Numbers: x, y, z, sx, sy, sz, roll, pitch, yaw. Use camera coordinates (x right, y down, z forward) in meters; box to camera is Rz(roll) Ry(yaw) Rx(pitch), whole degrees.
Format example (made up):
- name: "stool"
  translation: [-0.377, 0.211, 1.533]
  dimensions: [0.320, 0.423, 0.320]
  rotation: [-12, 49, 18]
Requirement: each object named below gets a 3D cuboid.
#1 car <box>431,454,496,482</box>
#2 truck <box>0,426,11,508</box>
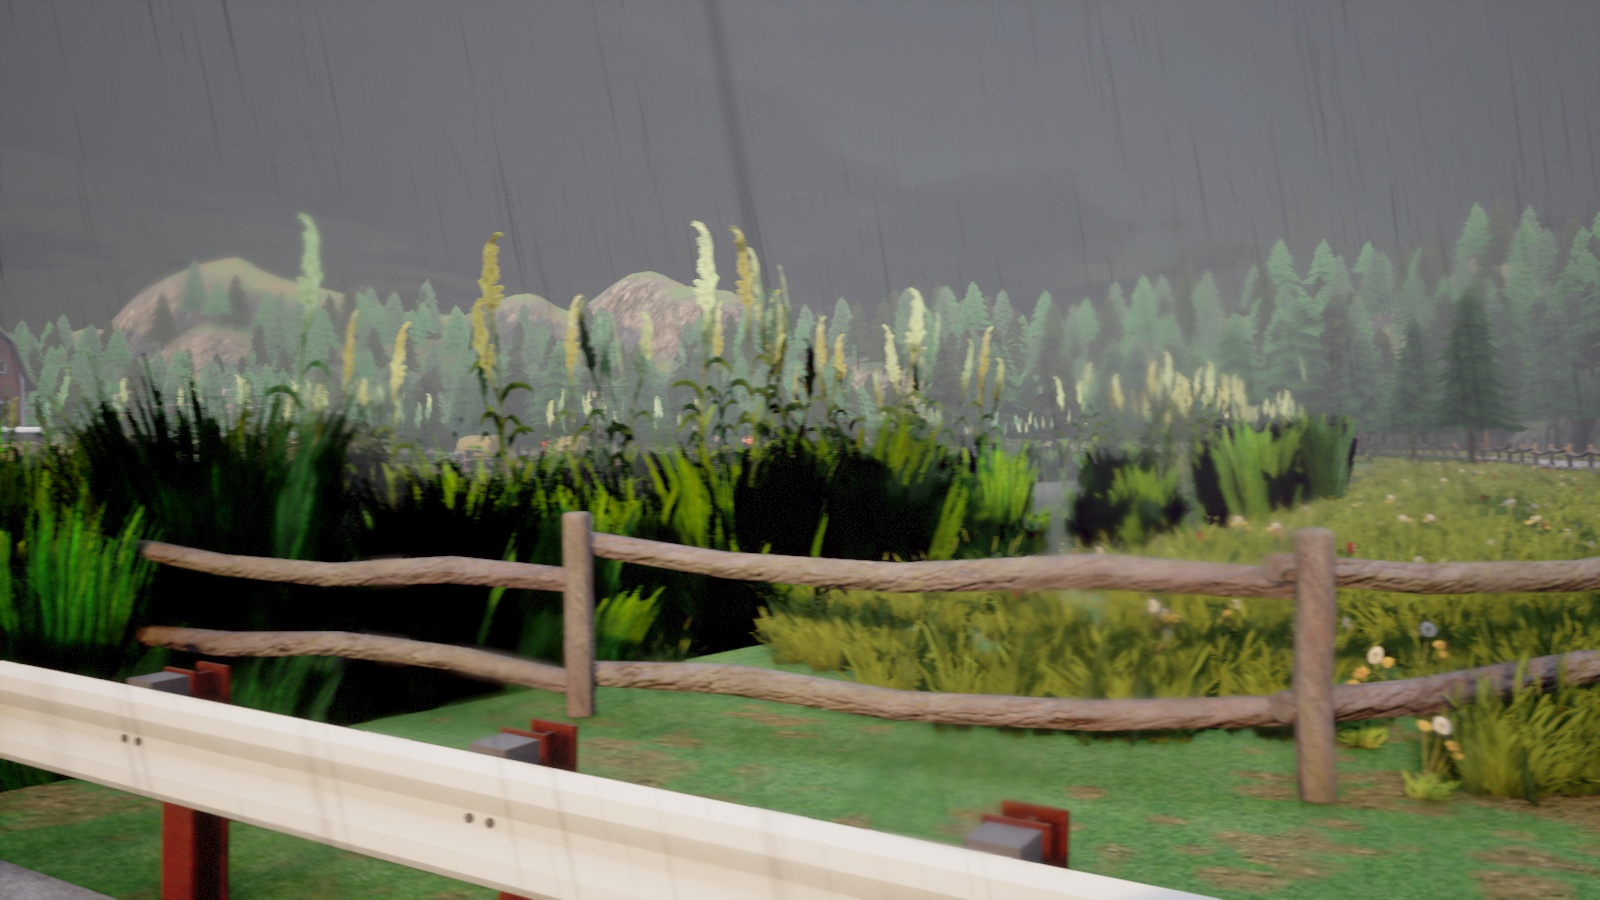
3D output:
- name: "car"
  translation: [-21.832, 1.154, 81.674]
  dimensions: [1.851, 1.617, 3.988]
  rotation: [-2, 0, 26]
- name: "truck"
  translation: [-36.893, 0.811, 50.842]
  dimensions: [2.891, 3.462, 7.936]
  rotation: [-2, 0, 26]
